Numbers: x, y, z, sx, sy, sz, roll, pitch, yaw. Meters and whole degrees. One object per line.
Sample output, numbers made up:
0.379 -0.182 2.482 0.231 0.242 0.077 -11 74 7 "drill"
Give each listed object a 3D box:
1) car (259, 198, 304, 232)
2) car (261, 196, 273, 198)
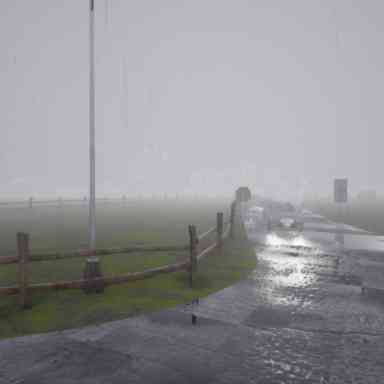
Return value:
4.980 1.327 18.781 2.128 1.511 4.902 0 1 7 "car"
9.991 1.223 44.388 1.895 1.301 4.718 1 1 15 "car"
